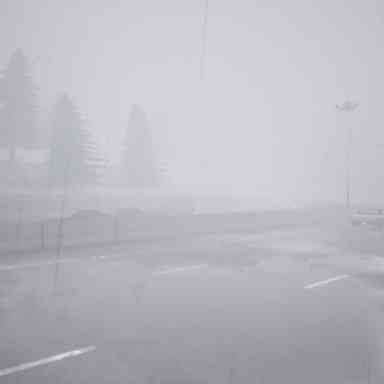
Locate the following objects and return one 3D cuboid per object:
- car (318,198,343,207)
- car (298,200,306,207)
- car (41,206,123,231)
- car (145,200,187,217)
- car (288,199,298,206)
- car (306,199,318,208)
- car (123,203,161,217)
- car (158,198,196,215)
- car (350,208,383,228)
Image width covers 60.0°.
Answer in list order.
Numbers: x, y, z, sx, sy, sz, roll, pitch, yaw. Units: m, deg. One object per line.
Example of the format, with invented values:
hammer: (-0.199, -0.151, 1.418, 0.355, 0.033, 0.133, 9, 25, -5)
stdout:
car: (20.661, 2.007, 49.206, 1.837, 1.490, 4.892, 0, -1, 37)
car: (22.741, 2.225, 65.017, 1.994, 1.385, 4.181, -1, -1, 30)
car: (-6.999, 1.774, 20.713, 4.674, 1.442, 1.812, 0, -1, -39)
car: (-2.902, 1.784, 38.141, 4.553, 1.767, 2.097, 0, -1, -44)
car: (21.551, 2.230, 70.040, 1.837, 1.490, 4.892, 0, -1, 29)
car: (21.456, 1.932, 56.406, 2.097, 1.767, 4.553, -1, -1, 34)
car: (-5.452, 1.855, 26.401, 5.357, 1.411, 2.033, 0, -1, -40)
car: (-2.068, 1.607, 34.090, 5.566, 2.045, 2.150, 0, -1, -43)
car: (13.258, 1.842, 24.163, 1.895, 1.301, 4.718, -1, -1, 45)
